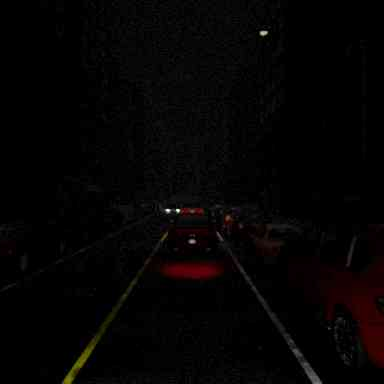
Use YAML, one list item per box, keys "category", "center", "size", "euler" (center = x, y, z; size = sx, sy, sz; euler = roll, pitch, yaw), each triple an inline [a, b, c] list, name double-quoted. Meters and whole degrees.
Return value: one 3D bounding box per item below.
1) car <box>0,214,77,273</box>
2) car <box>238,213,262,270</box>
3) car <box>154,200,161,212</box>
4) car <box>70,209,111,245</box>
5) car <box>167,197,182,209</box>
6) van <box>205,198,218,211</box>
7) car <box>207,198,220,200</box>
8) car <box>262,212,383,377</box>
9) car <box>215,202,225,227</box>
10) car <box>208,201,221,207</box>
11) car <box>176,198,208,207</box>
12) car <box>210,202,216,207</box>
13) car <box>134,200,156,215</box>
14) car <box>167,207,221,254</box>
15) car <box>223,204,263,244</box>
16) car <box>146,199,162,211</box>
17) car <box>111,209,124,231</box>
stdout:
- category: "car"
  center: [-5.667, 1.654, 11.065]
  size: [1.887, 1.381, 4.507]
  euler: [0, -1, 0]
- category: "car"
  center: [2.859, 1.636, 11.251]
  size: [1.752, 1.417, 4.829]
  euler: [0, -1, 0]
- category: "car"
  center: [-5.666, 1.998, 44.214]
  size: [1.947, 1.339, 4.313]
  euler: [0, -1, 0]
- category: "car"
  center: [-5.667, 1.729, 16.590]
  size: [1.947, 1.339, 4.313]
  euler: [0, -1, 0]
- category: "car"
  center: [-3.027, 2.012, 54.818]
  size: [1.882, 1.535, 5.008]
  euler: [0, -1, 1]
- category: "van"
  center: [2.860, 1.826, 49.746]
  size: [1.690, 1.788, 3.998]
  euler: [0, -1, 0]
- category: "car"
  center: [2.860, 1.747, 44.223]
  size: [2.192, 1.841, 5.009]
  euler: [0, -1, 0]
- category: "car"
  center: [2.859, 1.371, 5.559]
  size: [2.192, 1.841, 5.009]
  euler: [0, -1, 0]
- category: "car"
  center: [2.859, 1.657, 22.128]
  size: [1.967, 1.590, 4.097]
  euler: [0, -1, 0]
- category: "car"
  center: [2.859, 1.875, 33.174]
  size: [2.008, 1.369, 4.403]
  euler: [0, -1, 0]
- category: "car"
  center: [0.022, 1.629, 28.432]
  size: [2.097, 1.767, 4.553]
  euler: [0, -1, 0]
- category: "car"
  center: [2.859, 1.821, 27.650]
  size: [2.008, 1.369, 4.403]
  euler: [0, -1, 0]
- category: "car"
  center: [-5.666, 1.960, 38.689]
  size: [1.802, 1.307, 4.206]
  euler: [0, -1, 0]
- category: "car"
  center: [0.029, 1.617, 14.242]
  size: [1.882, 1.535, 5.008]
  euler: [0, 0, 1]
- category: "car"
  center: [2.859, 1.603, 16.605]
  size: [1.967, 1.590, 4.097]
  euler: [0, -1, 0]
- category: "car"
  center: [-5.666, 1.926, 49.740]
  size: [1.967, 1.590, 4.097]
  euler: [0, -1, 0]
- category: "car"
  center: [-5.667, 1.783, 22.115]
  size: [1.947, 1.339, 4.313]
  euler: [0, -1, 0]
